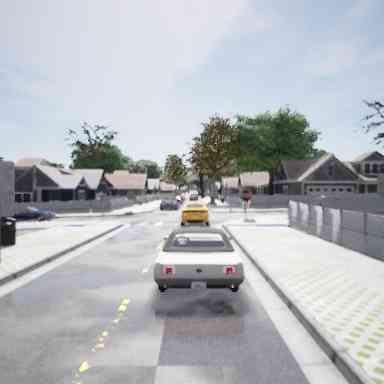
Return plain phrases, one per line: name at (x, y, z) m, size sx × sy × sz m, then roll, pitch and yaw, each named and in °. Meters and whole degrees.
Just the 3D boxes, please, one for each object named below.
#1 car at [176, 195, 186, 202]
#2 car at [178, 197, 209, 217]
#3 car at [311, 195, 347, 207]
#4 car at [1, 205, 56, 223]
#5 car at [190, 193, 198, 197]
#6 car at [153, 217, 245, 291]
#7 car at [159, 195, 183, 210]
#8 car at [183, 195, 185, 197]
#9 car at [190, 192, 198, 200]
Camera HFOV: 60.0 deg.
car at (-2.340, 1.370, 71.672) m, size 1.812 × 1.442 × 4.674 m, roll 0°, pitch 0°, yaw 0°
car at (0.211, 1.424, 24.076) m, size 1.882 × 1.535 × 5.008 m, roll -1°, pitch 1°, yaw 0°
car at (12.174, 1.058, 30.600) m, size 4.902 × 1.511 × 2.128 m, roll -2°, pitch 0°, yaw 0°
car at (-13.776, 1.826, 27.605) m, size 4.674 × 1.442 × 1.812 m, roll -2°, pitch 0°, yaw 0°
car at (0.416, 1.361, 72.524) m, size 2.128 × 1.511 × 4.902 m, roll 0°, pitch 0°, yaw 0°
car at (0.152, 1.597, 8.936) m, size 1.895 × 1.301 × 4.718 m, roll 0°, pitch 0°, yaw 0°
car at (-2.694, 1.275, 40.807) m, size 2.097 × 1.767 × 4.553 m, roll 0°, pitch 0°, yaw 3°
car at (-2.511, 1.428, 56.423) m, size 2.033 × 1.411 × 5.357 m, roll 0°, pitch 0°, yaw 1°
car at (0.477, 1.012, 82.913) m, size 2.097 × 1.767 × 4.553 m, roll 0°, pitch 0°, yaw 0°
